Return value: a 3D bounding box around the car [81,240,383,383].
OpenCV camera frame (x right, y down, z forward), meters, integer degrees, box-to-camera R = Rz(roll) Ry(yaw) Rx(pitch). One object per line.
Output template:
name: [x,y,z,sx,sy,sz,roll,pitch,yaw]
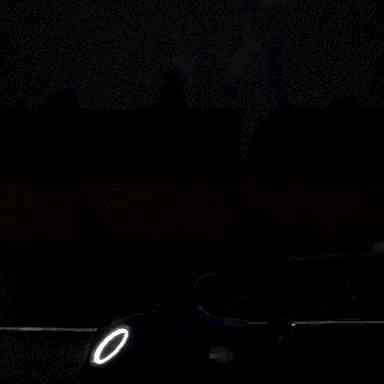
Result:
car: [1.187,1.350,3.645,4.553,1.767,2.097,0,0,2]
